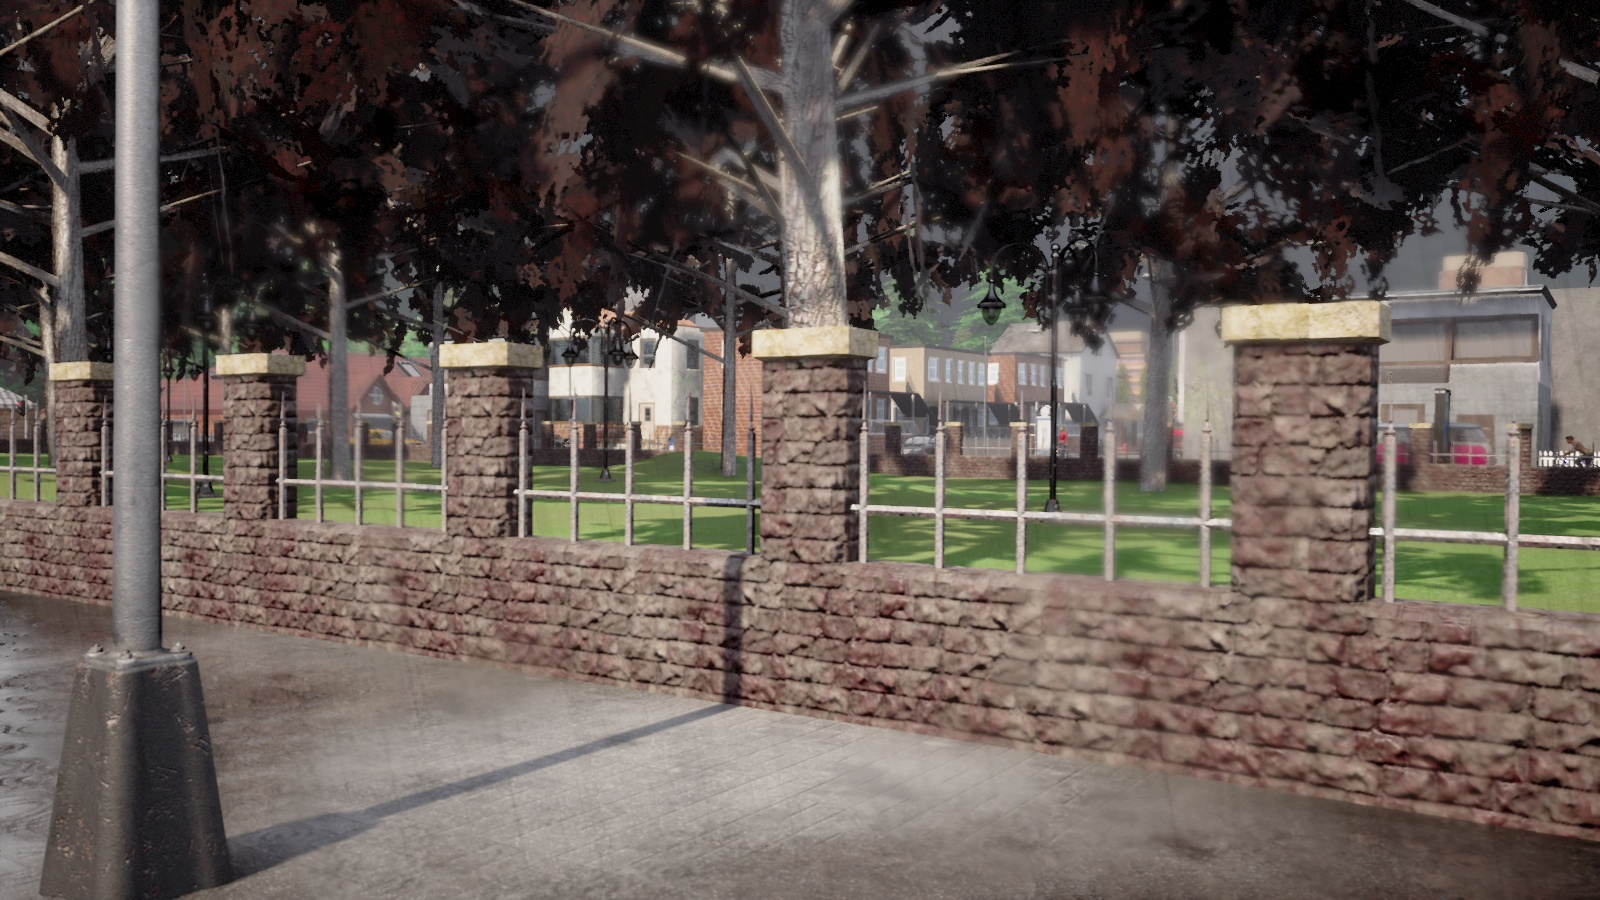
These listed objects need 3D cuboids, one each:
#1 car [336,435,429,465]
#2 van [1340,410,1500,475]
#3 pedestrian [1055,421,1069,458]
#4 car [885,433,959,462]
[{"bbox_3d":[-22.982,-0.016,69.076,5.366,1.575,1.801,0,1,32],"label":"car"},{"bbox_3d":[19.967,-0.245,40.504,4.442,1.987,1.775,0,1,34],"label":"van"},{"bbox_3d":[13.154,-0.518,63.029,0.636,1.846,0.331,-1,1,-24],"label":"pedestrian"},{"bbox_3d":[6.393,-0.169,65.480,1.812,1.442,4.674,0,1,34],"label":"car"}]
